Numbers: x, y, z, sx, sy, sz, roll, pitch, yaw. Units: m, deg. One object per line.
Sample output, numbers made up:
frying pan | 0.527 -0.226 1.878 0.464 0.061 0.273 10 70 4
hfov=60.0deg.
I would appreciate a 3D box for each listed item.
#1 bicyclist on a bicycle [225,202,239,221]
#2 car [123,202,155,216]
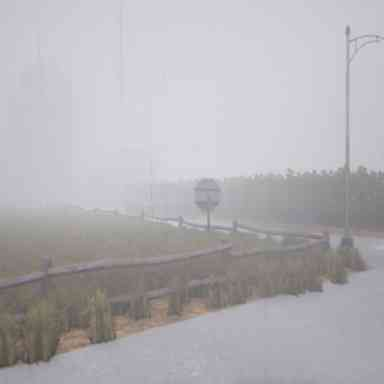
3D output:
bicyclist on a bicycle | 3.451 1.623 28.371 1.656 1.620 0.582 0 0 -36
car | -5.671 1.814 35.547 1.837 1.490 4.892 1 -1 -36
